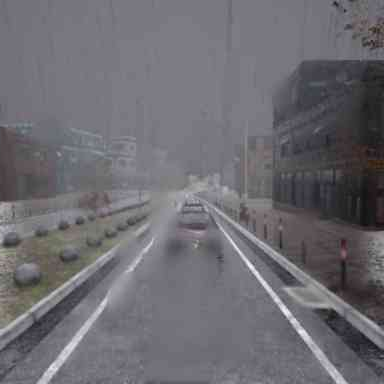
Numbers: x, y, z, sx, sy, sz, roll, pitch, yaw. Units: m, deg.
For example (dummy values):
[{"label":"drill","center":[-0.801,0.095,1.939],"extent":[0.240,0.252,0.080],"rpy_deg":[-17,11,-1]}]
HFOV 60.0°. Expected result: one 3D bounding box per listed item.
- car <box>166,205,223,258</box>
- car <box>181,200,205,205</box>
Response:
[{"label":"car","center":[0.086,1.449,12.561],"extent":[2.128,1.511,4.902],"rpy_deg":[0,0,0]},{"label":"car","center":[0.091,1.396,28.534],"extent":[2.128,1.511,4.902],"rpy_deg":[0,0,0]}]
